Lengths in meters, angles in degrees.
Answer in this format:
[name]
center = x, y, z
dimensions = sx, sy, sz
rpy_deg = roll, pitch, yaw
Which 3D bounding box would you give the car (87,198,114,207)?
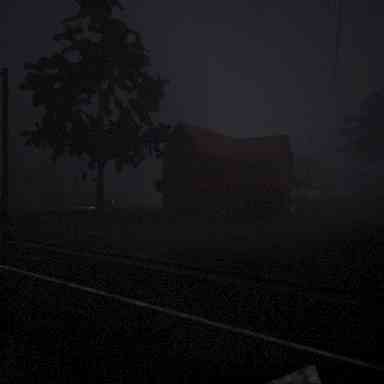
[car]
center = -14.415, 1.664, 52.482
dimensions = 1.994, 1.385, 4.181
rpy_deg = 0, 0, 34
